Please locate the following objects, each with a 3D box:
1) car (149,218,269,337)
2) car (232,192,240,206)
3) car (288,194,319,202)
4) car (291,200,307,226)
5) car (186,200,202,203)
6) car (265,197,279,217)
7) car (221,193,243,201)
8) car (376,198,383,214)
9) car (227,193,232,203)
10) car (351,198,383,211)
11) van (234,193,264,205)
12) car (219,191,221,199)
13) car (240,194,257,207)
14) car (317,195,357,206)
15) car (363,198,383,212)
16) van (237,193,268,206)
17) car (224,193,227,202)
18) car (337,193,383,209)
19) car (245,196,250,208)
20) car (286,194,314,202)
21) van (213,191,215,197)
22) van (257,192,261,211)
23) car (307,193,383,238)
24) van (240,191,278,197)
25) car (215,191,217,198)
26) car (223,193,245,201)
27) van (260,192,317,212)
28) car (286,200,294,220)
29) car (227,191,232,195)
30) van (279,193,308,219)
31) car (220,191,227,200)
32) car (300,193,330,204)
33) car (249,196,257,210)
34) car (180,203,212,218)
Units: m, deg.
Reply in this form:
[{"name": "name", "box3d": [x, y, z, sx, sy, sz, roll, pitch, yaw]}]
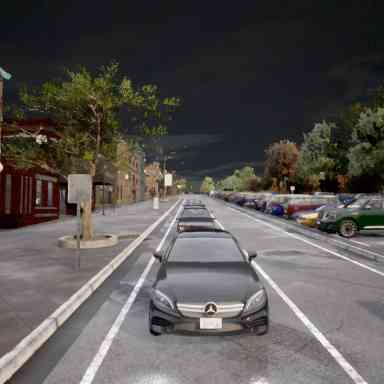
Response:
[{"name": "car", "box3d": [0.251, 1.524, 6.849, 1.812, 1.442, 4.674, 0, 0, 0]}, {"name": "car", "box3d": [9.019, 1.112, 47.899, 5.566, 2.045, 2.435, 0, 1, 0]}, {"name": "car", "box3d": [21.814, 1.207, 65.214, 5.366, 1.575, 1.946, 0, 1, 0]}, {"name": "car", "box3d": [9.069, 1.466, 19.860, 5.366, 1.575, 1.946, 0, 0, 0]}, {"name": "car", "box3d": [0.211, 1.442, 29.876, 2.128, 1.511, 4.902, 0, 0, 0]}, {"name": "car", "box3d": [9.187, 1.459, 28.271, 5.008, 1.535, 2.097, 0, 0, 0]}, {"name": "car", "box3d": [8.829, 1.013, 73.129, 4.553, 1.767, 2.185, 0, 1, 0]}, {"name": "car", "box3d": [22.409, 1.443, 34.682, 5.366, 1.575, 1.946, 0, 0, 0]}, {"name": "car", "box3d": [8.978, 1.289, 56.312, 4.892, 1.521, 2.231, 0, 1, 0]}, {"name": "car", "box3d": [22.212, 1.451, 40.236, 4.792, 1.488, 2.163, 0, 0, 0]}, {"name": "van", "box3d": [9.122, 1.087, 53.507, 4.442, 1.987, 1.878, 0, 1, 0]}, {"name": "car", "box3d": [8.873, 0.937, 67.522, 5.566, 2.045, 2.435, 0, 1, 0]}, {"name": "car", "box3d": [9.095, 1.408, 42.293, 4.892, 1.521, 2.231, 0, 0, 0]}, {"name": "car", "box3d": [22.288, 1.331, 51.339, 5.366, 1.575, 1.946, 0, 1, 0]}, {"name": "car", "box3d": [22.175, 1.468, 37.452, 4.792, 1.488, 2.163, 0, 0, 0]}, {"name": "van", "box3d": [9.143, 1.112, 50.704, 4.442, 1.987, 1.878, 0, 1, 0]}, {"name": "car", "box3d": [8.941, 1.278, 61.918, 4.674, 1.452, 2.002, 0, 1, 0]}, {"name": "car", "box3d": [22.135, 1.152, 43.008, 5.566, 2.045, 2.435, 0, 0, 0]}, {"name": "car", "box3d": [9.106, 1.465, 39.490, 4.674, 1.452, 2.002, 0, 0, 0]}, {"name": "car", "box3d": [21.984, 1.187, 67.992, 4.892, 1.521, 2.231, 0, 1, 0]}, {"name": "van", "box3d": [8.619, 0.762, 89.946, 4.442, 1.987, 1.878, 0, 1, 0]}, {"name": "van", "box3d": [9.267, 1.222, 33.880, 4.442, 1.987, 1.878, 0, 0, 0]}, {"name": "car", "box3d": [9.247, 1.220, 17.057, 5.566, 2.045, 2.435, 0, 0, 0]}, {"name": "van", "box3d": [9.184, 1.162, 45.100, 4.442, 1.987, 1.878, 0, 0, 0]}, {"name": "car", "box3d": [8.793, 1.063, 81.539, 5.008, 1.535, 2.097, 0, 1, 0]}, {"name": "car", "box3d": [8.850, 1.038, 70.326, 4.553, 1.767, 2.185, 0, 1, 0]}, {"name": "van", "box3d": [9.055, 1.230, 31.077, 4.442, 1.987, 1.878, 0, 0, 0]}, {"name": "car", "box3d": [9.236, 1.506, 22.664, 4.674, 1.452, 2.002, 0, 0, 0]}, {"name": "car", "box3d": [8.995, 1.138, 59.114, 4.553, 1.767, 2.185, 0, 1, 0]}, {"name": "van", "box3d": [9.330, 1.237, 25.468, 4.442, 1.987, 1.878, 0, 0, 0]}, {"name": "car", "box3d": [8.894, 0.962, 64.719, 5.566, 2.045, 2.435, 0, 1, 0]}, {"name": "car", "box3d": [22.071, 1.134, 59.665, 4.553, 1.767, 2.185, 0, 1, 0]}, {"name": "car", "box3d": [9.159, 1.469, 36.683, 4.792, 1.488, 2.163, 0, 0, 0]}, {"name": "car", "box3d": [0.188, 1.532, 17.428, 2.033, 1.411, 5.357, 0, 0, 0]}]
